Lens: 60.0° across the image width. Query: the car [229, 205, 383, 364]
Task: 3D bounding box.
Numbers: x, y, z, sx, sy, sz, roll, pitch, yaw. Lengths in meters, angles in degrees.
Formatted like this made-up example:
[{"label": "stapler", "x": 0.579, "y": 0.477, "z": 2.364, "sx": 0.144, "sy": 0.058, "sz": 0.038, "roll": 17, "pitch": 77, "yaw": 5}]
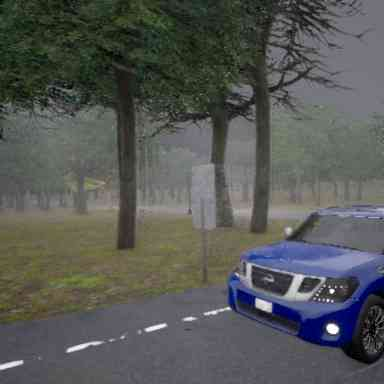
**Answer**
[{"label": "car", "x": 3.269, "y": 1.296, "z": 6.319, "sx": 5.566, "sy": 2.045, "sz": 2.150, "roll": 1, "pitch": -1, "yaw": -35}]
